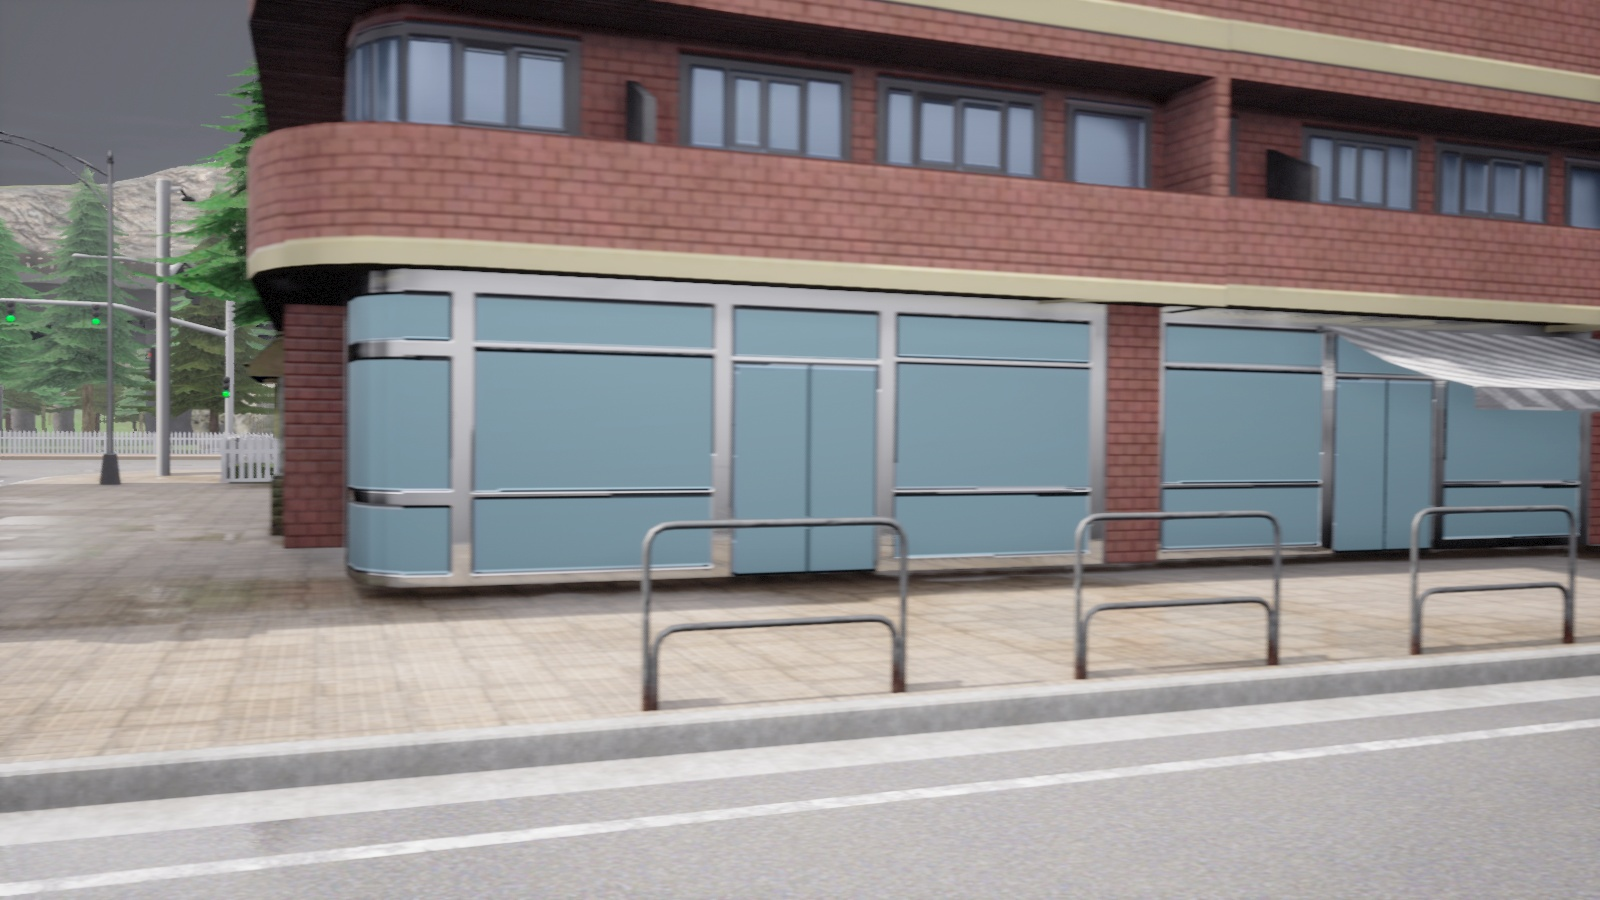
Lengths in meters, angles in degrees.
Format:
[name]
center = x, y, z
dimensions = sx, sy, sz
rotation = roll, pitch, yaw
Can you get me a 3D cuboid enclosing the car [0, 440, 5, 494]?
[car]
center = -23.431, 0.529, 32.694
dimensions = 2.163, 1.488, 4.792
rotation = -1, 1, 4
